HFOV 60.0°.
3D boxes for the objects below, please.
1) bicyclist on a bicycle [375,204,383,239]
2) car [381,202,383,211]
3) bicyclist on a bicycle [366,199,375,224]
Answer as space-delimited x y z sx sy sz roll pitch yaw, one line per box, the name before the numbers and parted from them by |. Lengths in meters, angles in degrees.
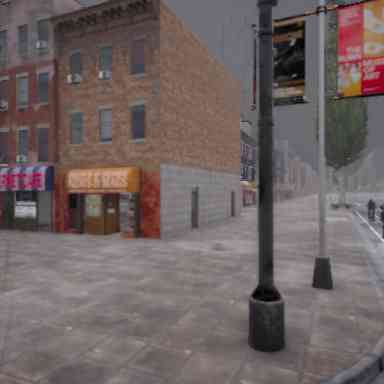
bicyclist on a bicycle | 7.253 1.324 12.311 0.582 1.620 1.656 0 1 25
car | 16.841 1.219 27.291 1.882 1.535 5.008 0 0 23
bicyclist on a bicycle | 11.588 1.251 21.531 0.582 1.620 1.656 0 1 25
